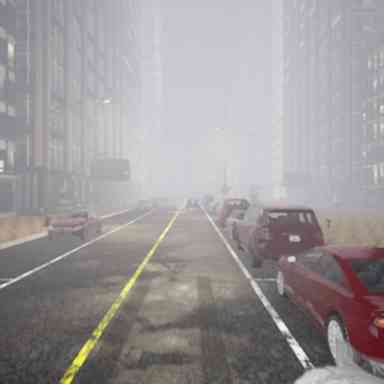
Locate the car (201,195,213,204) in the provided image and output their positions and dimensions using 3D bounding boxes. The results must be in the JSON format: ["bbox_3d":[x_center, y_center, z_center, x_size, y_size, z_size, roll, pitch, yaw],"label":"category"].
[{"bbox_3d":[2.698,1.372,60.973,1.967,1.590,4.097,0,0,0],"label":"car"}]

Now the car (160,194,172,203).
[{"bbox_3d":[-5.681,1.240,66.512,2.192,1.841,5.009,0,0,0],"label":"car"}]

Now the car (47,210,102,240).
[{"bbox_3d":[-5.685,1.564,16.659,1.802,1.307,4.206,0,0,0],"label":"car"}]

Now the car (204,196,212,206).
[{"bbox_3d":[2.697,1.483,38.986,1.752,1.417,4.829,0,0,0],"label":"car"}]

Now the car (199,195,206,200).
[{"bbox_3d":[2.700,1.423,88.839,1.752,1.417,4.829,0,0,0],"label":"car"}]

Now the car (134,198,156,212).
[{"bbox_3d":[-5.684,1.540,38.816,1.802,1.307,4.206,0,0,0],"label":"car"}]

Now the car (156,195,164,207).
[{"bbox_3d":[-5.683,1.527,49.895,1.802,1.307,4.206,0,0,0],"label":"car"}]

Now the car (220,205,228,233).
[{"bbox_3d":[2.695,1.548,16.659,1.947,1.339,4.313,0,0,0],"label":"car"}]

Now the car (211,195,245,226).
[{"bbox_3d":[2.697,1.291,22.198,2.192,1.841,5.009,0,0,0],"label":"car"}]

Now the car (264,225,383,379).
[{"bbox_3d":[2.694,1.539,5.580,1.887,1.381,4.507,0,0,0],"label":"car"}]

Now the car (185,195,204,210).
[{"bbox_3d":[0.101,1.500,43.168,2.033,1.411,5.357,0,0,0],"label":"car"}]

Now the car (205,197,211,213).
[{"bbox_3d":[2.696,1.514,33.277,2.008,1.369,4.403,0,0,0],"label":"car"}]

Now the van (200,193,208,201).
[{"bbox_3d":[2.700,1.253,77.590,1.690,1.788,3.998,0,0,0],"label":"van"}]

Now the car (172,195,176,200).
[{"bbox_3d":[-5.681,1.449,83.131,1.887,1.381,4.507,0,0,0],"label":"car"}]

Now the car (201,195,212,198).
[{"bbox_3d":[2.697,1.511,49.894,1.947,1.339,4.313,0,0,0],"label":"car"}]

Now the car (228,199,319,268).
[{"bbox_3d":[2.695,1.303,11.120,2.192,1.841,5.009,0,0,0],"label":"car"}]

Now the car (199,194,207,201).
[{"bbox_3d":[2.700,1.345,83.130,1.967,1.590,4.097,0,0,0],"label":"car"}]
